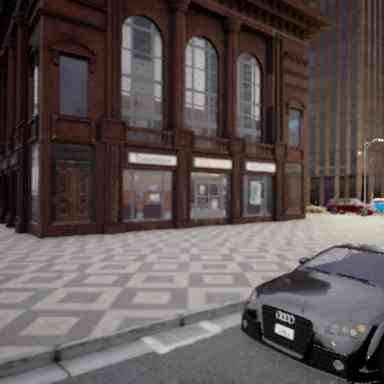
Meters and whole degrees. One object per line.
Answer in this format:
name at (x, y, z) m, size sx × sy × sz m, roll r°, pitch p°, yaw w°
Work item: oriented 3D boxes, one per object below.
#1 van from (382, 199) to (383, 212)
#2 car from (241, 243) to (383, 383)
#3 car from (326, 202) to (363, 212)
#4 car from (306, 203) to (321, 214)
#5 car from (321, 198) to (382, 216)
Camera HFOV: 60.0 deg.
van at (24.000, 1.709, 40.787) m, size 1.690 × 1.788 × 3.998 m, roll 0°, pitch 0°, yaw -35°
car at (2.791, 1.579, 5.349) m, size 4.181 × 1.385 × 1.994 m, roll 0°, pitch 0°, yaw -35°
car at (20.752, 2.018, 45.375) m, size 1.802 × 1.307 × 4.206 m, roll 0°, pitch 0°, yaw -35°
car at (13.897, 1.895, 40.302) m, size 1.752 × 1.417 × 4.829 m, roll 0°, pitch -1°, yaw -35°
car at (17.048, 1.619, 35.853) m, size 2.192 × 1.841 × 5.009 m, roll 0°, pitch -1°, yaw -35°
